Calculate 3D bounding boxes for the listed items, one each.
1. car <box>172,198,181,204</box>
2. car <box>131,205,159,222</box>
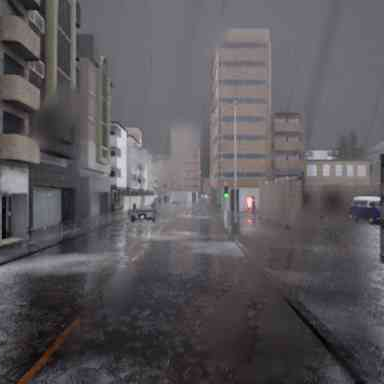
[{"bbox_3d":[-3.988,2.429,84.807,1.837,1.490,4.892,0,-1,0],"label":"car"},{"bbox_3d":[-4.010,1.832,28.729,1.994,1.385,4.181,0,-1,0],"label":"car"}]
